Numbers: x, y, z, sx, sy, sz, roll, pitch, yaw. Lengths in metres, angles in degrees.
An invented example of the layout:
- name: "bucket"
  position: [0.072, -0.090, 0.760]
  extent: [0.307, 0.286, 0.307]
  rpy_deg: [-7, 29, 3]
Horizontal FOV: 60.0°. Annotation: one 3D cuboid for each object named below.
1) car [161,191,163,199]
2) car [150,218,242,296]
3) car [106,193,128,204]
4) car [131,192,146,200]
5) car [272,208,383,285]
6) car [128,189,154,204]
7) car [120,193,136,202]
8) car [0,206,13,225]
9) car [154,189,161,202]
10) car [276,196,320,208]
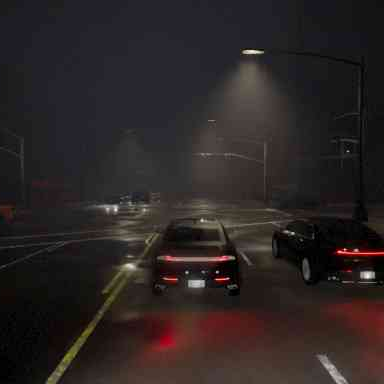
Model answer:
- name: "car"
  position: [-7.206, 0.537, 67.915]
  extent: [2.150, 2.045, 5.566]
  rpy_deg: [0, 1, 0]
- name: "car"
  position: [0.074, 1.409, 8.413]
  extent: [2.128, 1.511, 4.902]
  rpy_deg: [0, 1, 0]
- name: "car"
  position: [-10.702, 0.898, 46.785]
  extent: [2.128, 1.511, 4.902]
  rpy_deg: [0, 0, 0]
- name: "car"
  position: [-10.715, 0.814, 66.453]
  extent: [2.128, 1.511, 4.902]
  rpy_deg: [0, 0, 0]
- name: "car"
  position: [3.578, 1.415, 9.209]
  extent: [1.837, 1.490, 4.892]
  rpy_deg: [0, 1, 0]
- name: "car"
  position: [-7.191, 0.626, 47.450]
  extent: [2.150, 2.045, 5.566]
  rpy_deg: [0, 0, 1]
- name: "car"
  position: [-10.722, 0.881, 56.050]
  extent: [1.812, 1.442, 4.674]
  rpy_deg: [0, 0, 0]
- name: "car"
  position: [-13.148, 1.251, 19.192]
  extent: [1.882, 1.535, 5.008]
  rpy_deg: [1, 1, 43]
- name: "car"
  position: [-7.216, 0.572, 57.484]
  extent: [2.150, 2.045, 5.566]
  rpy_deg: [0, 0, 0]
- name: "car"
  position: [10.593, 1.100, 33.484]
  extent: [4.181, 1.385, 1.994]
  rpy_deg: [0, 1, 0]
